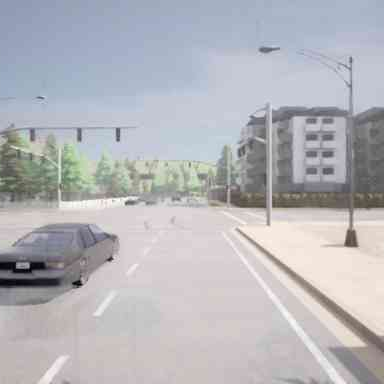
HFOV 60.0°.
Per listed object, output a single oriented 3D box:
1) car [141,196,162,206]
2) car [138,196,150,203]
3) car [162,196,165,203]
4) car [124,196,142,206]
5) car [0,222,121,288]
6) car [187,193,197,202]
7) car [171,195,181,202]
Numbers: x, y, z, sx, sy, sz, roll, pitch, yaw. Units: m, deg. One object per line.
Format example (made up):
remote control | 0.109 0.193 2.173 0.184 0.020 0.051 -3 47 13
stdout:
car | -7.047 1.666 58.329 2.033 1.411 5.357 0 0 1
car | -10.519 1.566 73.528 1.882 1.535 5.008 0 0 0
car | -7.019 1.541 73.874 2.128 1.511 4.902 0 0 0
car | -10.550 1.719 58.321 1.895 1.301 4.718 0 0 1
car | -3.460 1.567 9.361 2.033 1.411 5.357 0 0 1
car | -0.019 1.216 74.867 2.150 2.045 5.566 0 0 0
car | -3.519 1.347 74.792 2.097 1.767 4.553 0 0 0
